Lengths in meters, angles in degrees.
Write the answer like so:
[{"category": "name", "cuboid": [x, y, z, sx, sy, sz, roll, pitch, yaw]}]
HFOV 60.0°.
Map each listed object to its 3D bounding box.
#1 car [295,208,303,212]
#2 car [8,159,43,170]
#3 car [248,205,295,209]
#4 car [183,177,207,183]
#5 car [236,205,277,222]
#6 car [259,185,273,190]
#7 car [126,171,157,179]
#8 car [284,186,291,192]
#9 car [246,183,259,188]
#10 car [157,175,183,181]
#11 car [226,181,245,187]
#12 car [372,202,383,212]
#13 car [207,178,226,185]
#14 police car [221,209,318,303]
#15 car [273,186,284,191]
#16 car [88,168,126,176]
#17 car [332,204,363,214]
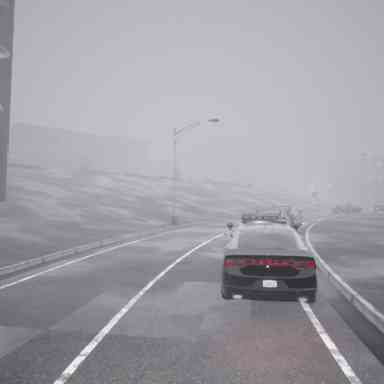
[{"category": "car", "cuboid": [6.391, 1.680, 22.935, 1.837, 1.490, 4.892, -2, -1, 25]}, {"category": "car", "cuboid": [-21.493, -3.265, 42.540, 4.553, 1.767, 2.185, 3, -5, -39]}, {"category": "car", "cuboid": [4.221, 1.613, 17.634, 1.837, 1.490, 4.892, -1, -1, 19]}, {"category": "car", "cuboid": [-0.313, -1.965, 60.118, 5.008, 1.535, 2.097, 4, -5, -41]}, {"category": "car", "cuboid": [6.246, 1.982, 31.558, 2.033, 1.411, 5.357, -3, -2, 32]}, {"category": "car", "cuboid": [15.510, -0.839, 75.630, 2.231, 1.521, 4.892, -4, -6, 44]}, {"category": "car", "cuboid": [-8.711, -2.483, 52.885, 4.892, 1.521, 2.231, 3, -5, -39]}, {"category": "car", "cuboid": [23.016, -0.423, 83.998, 2.435, 2.045, 5.566, -4, -6, 41]}, {"category": "car", "cuboid": [11.767, -1.085, 71.717, 2.002, 1.452, 4.674, -4, -6, 45]}, {"category": "car", "cuboid": [-4.473, -2.190, 56.454, 4.674, 1.452, 2.002, 3, -5, -40]}, {"category": "car", "cuboid": [7.870, -1.378, 67.818, 4.792, 1.488, 2.163, 4, -6, -44]}, {"category": "car", "cuboid": [28.536, 2.274, 49.320, 4.674, 1.442, 1.812, 1, -4, -38]}, {"category": "car", "cuboid": [3.750, -1.820, 63.860, 4.553, 1.767, 2.185, 4, -6, -42]}, {"category": "police car", "cuboid": [1.835, 1.452, 8.506, 1.930, 1.638, 5.238, -1, 0, 10]}, {"category": "car", "cuboid": [19.310, -0.644, 79.791, 2.185, 1.767, 4.553, -4, -6, 42]}, {"category": "car", "cuboid": [-12.994, -2.711, 49.409, 4.892, 1.521, 2.231, 3, -5, -39]}, {"category": "car", "cuboid": [19.680, 2.148, 42.051, 4.718, 1.301, 1.895, 1, -4, -40]}]
